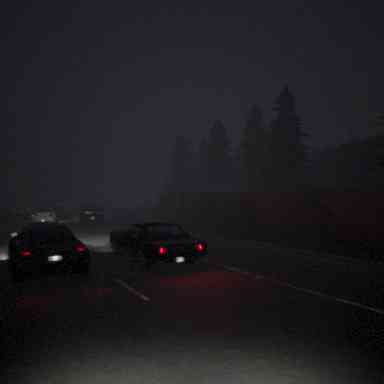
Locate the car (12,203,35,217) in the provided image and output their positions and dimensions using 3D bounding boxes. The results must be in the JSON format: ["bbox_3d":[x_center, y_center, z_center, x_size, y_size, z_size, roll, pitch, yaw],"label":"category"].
[{"bbox_3d":[-18.320,2.009,37.734,1.812,1.442,4.674,0,-1,-8],"label":"car"}]

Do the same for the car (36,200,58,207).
[{"bbox_3d":[-29.630,2.334,68.207,1.837,1.490,4.892,0,-1,7],"label":"car"}]

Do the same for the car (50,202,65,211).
[{"bbox_3d":[-19.727,2.210,47.701,1.895,1.301,4.718,0,-1,-4],"label":"car"}]

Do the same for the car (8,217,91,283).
[{"bbox_3d":[-4.510,1.697,10.298,1.994,1.385,4.181,0,-1,-30],"label":"car"}]

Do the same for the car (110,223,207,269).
[{"bbox_3d":[-1.453,1.751,11.879,1.895,1.301,4.718,0,-1,-30],"label":"car"}]

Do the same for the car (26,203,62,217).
[{"bbox_3d":[-11.538,1.862,26.247,1.812,1.442,4.674,0,-1,-19],"label":"car"}]

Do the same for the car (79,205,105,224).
[{"bbox_3d":[-8.485,1.850,28.184,2.128,1.511,4.902,0,-1,-18],"label":"car"}]
